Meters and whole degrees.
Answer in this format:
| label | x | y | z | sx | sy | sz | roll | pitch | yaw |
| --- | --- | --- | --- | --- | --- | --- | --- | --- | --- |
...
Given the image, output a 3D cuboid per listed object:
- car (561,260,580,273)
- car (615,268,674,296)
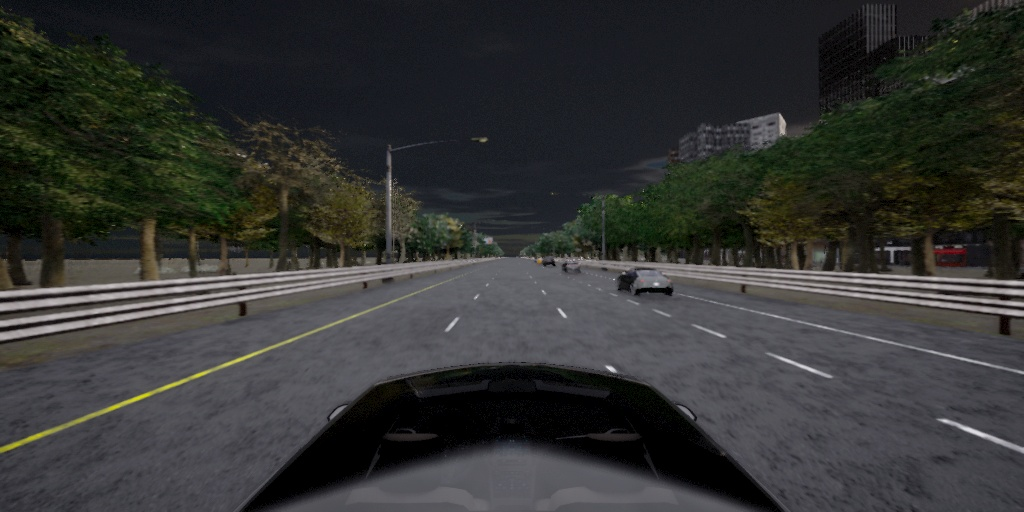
| label | x | y | z | sx | sy | sz | roll | pitch | yaw |
| --- | --- | --- | --- | --- | --- | --- | --- | --- | --- |
| car | 7.084 | 1.272 | 43.718 | 2.128 | 1.511 | 4.902 | 0 | 0 | 0 |
| car | 7.014 | 1.329 | 19.426 | 1.994 | 1.385 | 4.181 | 0 | 0 | 0 |
